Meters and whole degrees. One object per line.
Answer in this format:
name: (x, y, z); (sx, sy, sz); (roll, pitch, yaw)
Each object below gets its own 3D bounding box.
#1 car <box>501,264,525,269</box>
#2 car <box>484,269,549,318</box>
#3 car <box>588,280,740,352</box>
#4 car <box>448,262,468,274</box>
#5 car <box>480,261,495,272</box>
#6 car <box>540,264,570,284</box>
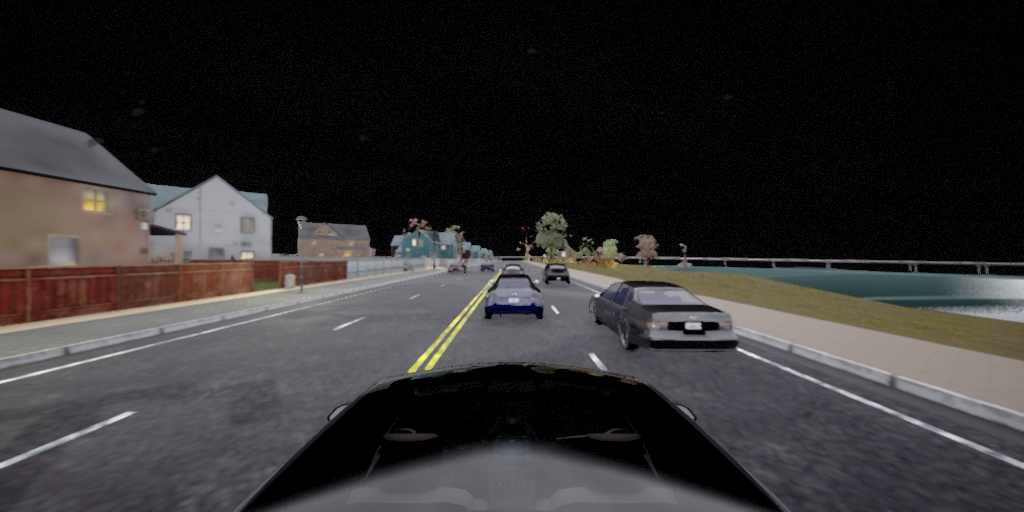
car: (0.077, 1.352, 28.649); (1.812, 1.442, 4.674); (0, 0, 0)
car: (0.073, 1.344, 13.105); (1.994, 1.385, 4.181); (0, 0, 0)
car: (3.295, 1.316, 8.989); (2.033, 1.411, 5.357); (0, 0, 1)
car: (-6.575, 1.442, 43.892); (1.994, 1.385, 4.181); (0, 0, 0)
car: (-3.289, 1.442, 48.797); (2.033, 1.411, 5.357); (0, 0, 1)
car: (3.320, 1.330, 27.826); (1.837, 1.490, 4.892); (0, 0, 0)
